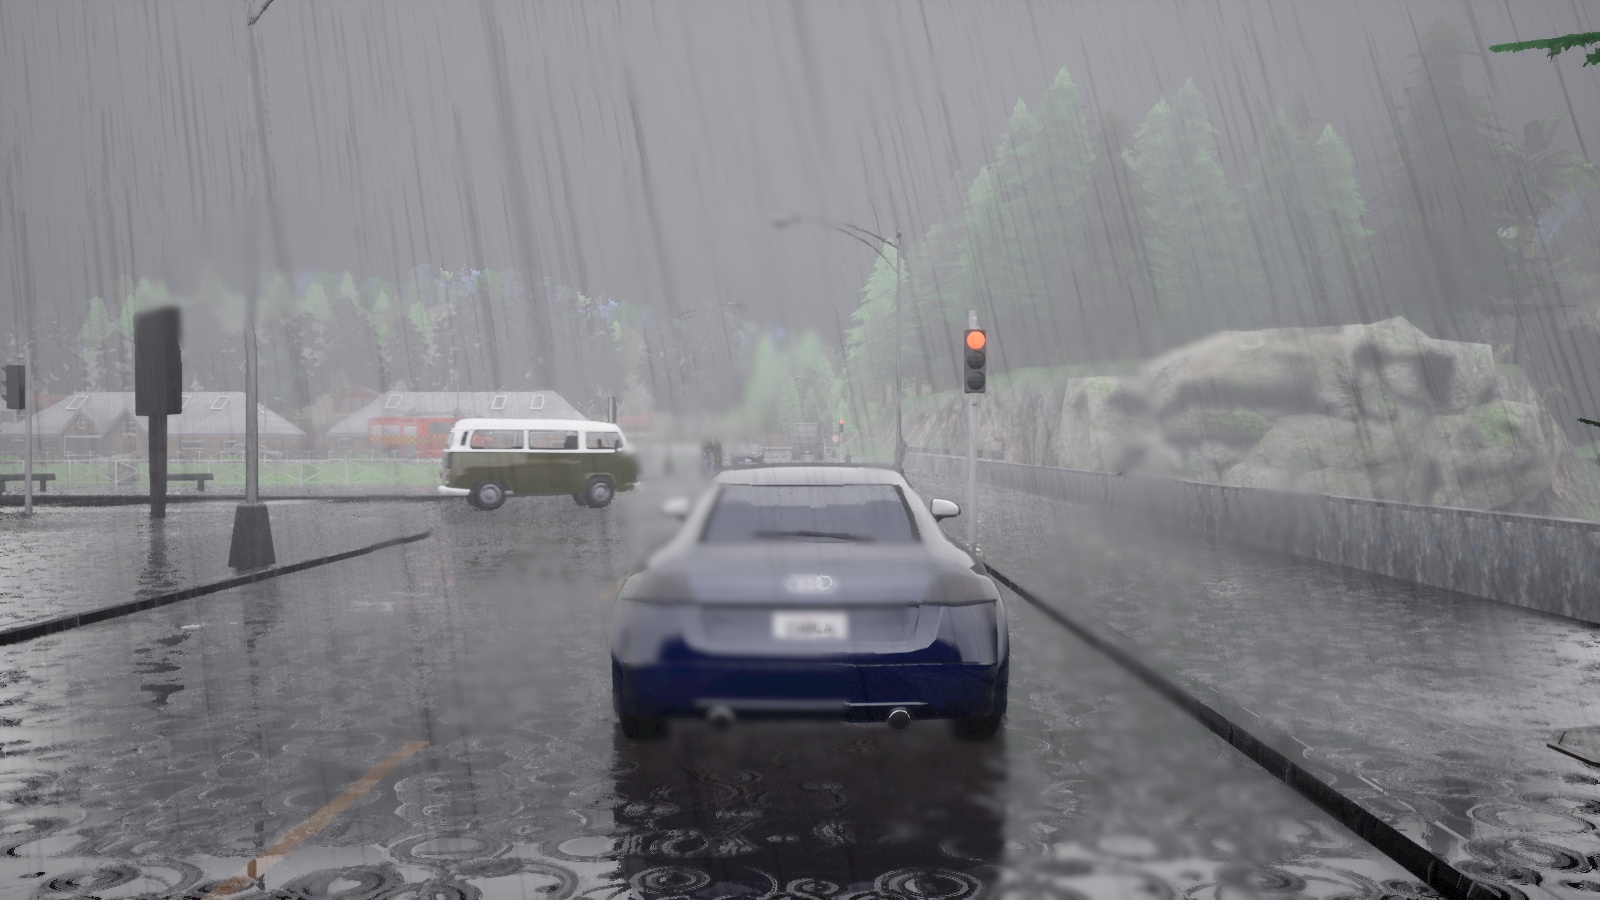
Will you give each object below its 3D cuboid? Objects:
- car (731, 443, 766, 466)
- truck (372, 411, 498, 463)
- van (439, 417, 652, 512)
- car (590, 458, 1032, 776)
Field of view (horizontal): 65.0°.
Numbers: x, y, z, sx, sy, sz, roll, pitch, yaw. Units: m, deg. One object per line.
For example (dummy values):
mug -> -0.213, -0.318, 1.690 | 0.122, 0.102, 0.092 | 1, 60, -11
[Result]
car -> -3.459, 0.272, 83.506 | 2.163, 1.488, 4.792 | 0, 0, -4
truck -> -26.983, -0.965, 93.129 | 8.468, 3.827, 2.891 | 0, 0, 0
van -> -5.842, 0.302, 28.772 | 4.480, 2.038, 2.069 | 0, 1, -22
car -> 0.066, 0.767, 7.763 | 1.994, 1.385, 4.181 | 0, 0, 1
